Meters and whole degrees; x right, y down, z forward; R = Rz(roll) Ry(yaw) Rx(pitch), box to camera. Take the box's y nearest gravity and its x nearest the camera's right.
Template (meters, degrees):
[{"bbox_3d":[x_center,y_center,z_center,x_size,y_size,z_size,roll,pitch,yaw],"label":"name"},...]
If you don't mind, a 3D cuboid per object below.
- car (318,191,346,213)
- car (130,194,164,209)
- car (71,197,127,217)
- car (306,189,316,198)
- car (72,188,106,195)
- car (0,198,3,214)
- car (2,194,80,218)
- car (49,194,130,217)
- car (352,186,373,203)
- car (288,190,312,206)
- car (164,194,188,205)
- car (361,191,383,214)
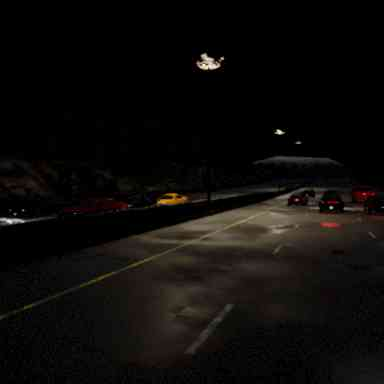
[{"bbox_3d":[11.964,0.931,28.506,1.837,1.490,4.892,0,1,23],"label":"car"},{"bbox_3d":[-4.270,0.914,26.046,1.812,1.442,4.674,0,1,23],"label":"car"},{"bbox_3d":[-7.527,1.173,27.332,1.895,1.301,4.718,0,1,23],"label":"car"},{"bbox_3d":[19.473,0.166,55.208,1.994,1.385,4.181,0,2,23],"label":"car"},{"bbox_3d":[-11.491,0.626,36.085,2.150,2.045,5.566,0,1,23],"label":"car"},{"bbox_3d":[-15.723,1.187,26.139,2.033,1.411,5.357,0,1,23],"label":"car"},{"bbox_3d":[-11.771,1.160,26.504,2.033,1.411,5.357,0,1,23],"label":"car"},{"bbox_3d":[-6.337,1.165,21.352,1.882,1.535,5.008,0,1,23],"label":"car"},{"bbox_3d":[21.002,0.254,40.887,2.150,2.045,5.566,0,2,23],"label":"car"},{"bbox_3d":[11.966,0.768,37.336,1.994,1.385,4.181,0,2,23],"label":"car"},{"bbox_3d":[-2.050,0.928,31.459,1.882,1.535,5.008,0,1,23],"label":"car"},{"bbox_3d":[14.987,0.927,26.678,1.882,1.535,5.008,0,1,23],"label":"car"}]
